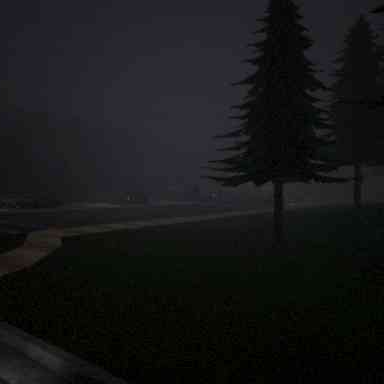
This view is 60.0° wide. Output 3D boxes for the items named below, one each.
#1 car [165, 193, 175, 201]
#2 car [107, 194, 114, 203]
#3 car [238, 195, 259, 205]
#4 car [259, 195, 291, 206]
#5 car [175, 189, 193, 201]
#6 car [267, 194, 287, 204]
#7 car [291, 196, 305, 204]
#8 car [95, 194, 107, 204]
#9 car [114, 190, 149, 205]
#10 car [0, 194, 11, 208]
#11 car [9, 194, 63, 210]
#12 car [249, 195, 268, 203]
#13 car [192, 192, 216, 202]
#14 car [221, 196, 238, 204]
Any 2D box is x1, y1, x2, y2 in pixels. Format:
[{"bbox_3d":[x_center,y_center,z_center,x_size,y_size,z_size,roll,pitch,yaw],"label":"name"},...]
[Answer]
[{"bbox_3d":[-3.055,0.958,65.847,2.033,1.411,5.357,1,1,35],"label":"car"},{"bbox_3d":[-9.673,0.760,50.456,2.150,2.045,5.566,1,1,36],"label":"car"},{"bbox_3d":[9.531,1.206,51.491,1.882,1.535,5.008,1,1,35],"label":"car"},{"bbox_3d":[12.376,1.263,49.453,2.128,1.511,4.902,1,1,36],"label":"car"},{"bbox_3d":[-0.202,0.486,63.809,2.150,2.045,5.566,1,1,35],"label":"car"},{"bbox_3d":[15.325,1.204,59.838,1.882,1.535,5.008,1,1,35],"label":"car"},{"bbox_3d":[18.181,1.334,57.816,1.994,1.385,4.181,1,1,35],"label":"car"},{"bbox_3d":[-12.858,0.978,52.014,1.882,1.535,5.008,1,1,35],"label":"car"},{"bbox_3d":[-8.136,0.938,46.573,2.097,1.767,4.553,1,1,35],"label":"car"},{"bbox_3d":[-18.742,1.023,37.556,1.882,1.535,5.008,1,1,35],"label":"car"},{"bbox_3d":[-16.197,1.188,35.097,1.895,1.301,4.718,1,1,35],"label":"car"},{"bbox_3d":[12.444,1.248,61.827,1.994,1.385,4.181,1,1,35],"label":"car"},{"bbox_3d":[2.674,1.095,61.828,2.128,1.511,4.902,1,1,35],"label":"car"},{"bbox_3d":[6.693,1.286,53.543,1.895,1.301,4.718,1,1,36],"label":"car"}]
